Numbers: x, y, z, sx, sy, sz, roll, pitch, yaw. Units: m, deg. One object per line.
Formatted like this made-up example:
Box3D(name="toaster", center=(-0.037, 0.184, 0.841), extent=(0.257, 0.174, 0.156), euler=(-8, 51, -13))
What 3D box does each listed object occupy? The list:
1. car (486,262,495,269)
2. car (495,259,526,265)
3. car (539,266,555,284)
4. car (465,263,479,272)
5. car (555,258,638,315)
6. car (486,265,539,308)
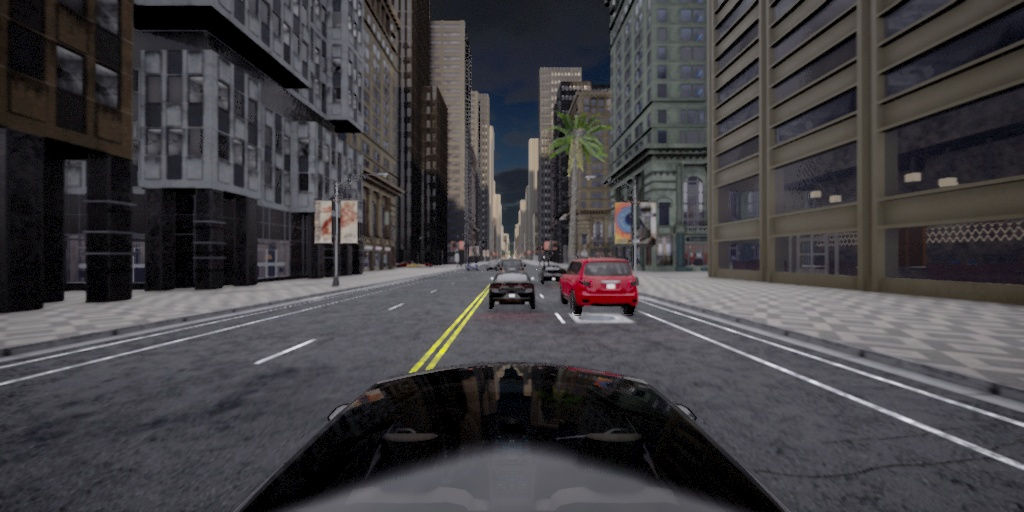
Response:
Box3D(name="car", center=(-3.342, 1.810, 59.985), extent=(1.837, 1.490, 4.892), euler=(0, 0, 0))
Box3D(name="car", center=(-0.006, 1.249, 29.446), extent=(2.150, 2.045, 5.566), euler=(0, 0, 0))
Box3D(name="car", center=(3.253, 1.540, 30.352), extent=(1.837, 1.490, 4.892), euler=(0, 0, 0))
Box3D(name="car", center=(-6.588, 1.831, 59.881), extent=(1.812, 1.442, 4.674), euler=(0, 0, 0))
Box3D(name="car", center=(3.251, 1.101, 14.413), extent=(2.150, 2.045, 5.566), euler=(0, 0, 0))
Box3D(name="car", center=(0.016, 1.370, 16.076), extent=(1.882, 1.535, 5.008), euler=(0, 0, 0))
